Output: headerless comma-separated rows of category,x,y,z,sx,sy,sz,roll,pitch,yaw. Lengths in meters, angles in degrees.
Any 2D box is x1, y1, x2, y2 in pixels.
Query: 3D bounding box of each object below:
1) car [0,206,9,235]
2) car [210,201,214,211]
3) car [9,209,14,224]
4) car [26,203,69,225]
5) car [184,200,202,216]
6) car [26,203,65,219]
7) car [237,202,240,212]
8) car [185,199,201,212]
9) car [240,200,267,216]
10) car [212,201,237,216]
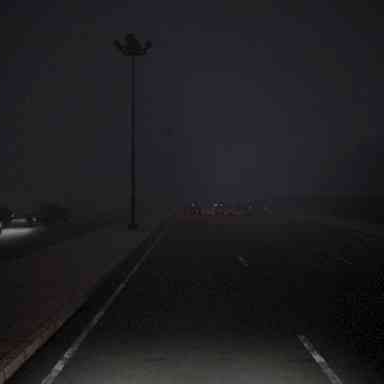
car,-11.579,1.537,16.586,2.097,1.767,4.553,0,-1,0
car,3.659,2.023,47.899,2.128,1.511,4.902,0,-1,0
car,-15.066,1.762,24.411,2.128,1.511,4.902,0,-1,0
car,-11.559,1.790,26.906,2.128,1.511,4.902,0,-1,1
car,0.089,1.908,37.505,2.128,1.511,4.902,0,-1,0
car,-14.994,1.886,34.412,1.837,1.490,4.892,0,-1,1
car,7.159,2.078,47.877,2.033,1.411,5.357,0,-1,0
car,0.159,1.883,47.892,2.097,1.767,4.553,0,-1,0
car,7.092,1.773,37.929,2.097,1.767,4.553,0,-1,0
car,3.590,2.018,37.593,1.895,1.301,4.718,0,-1,0
